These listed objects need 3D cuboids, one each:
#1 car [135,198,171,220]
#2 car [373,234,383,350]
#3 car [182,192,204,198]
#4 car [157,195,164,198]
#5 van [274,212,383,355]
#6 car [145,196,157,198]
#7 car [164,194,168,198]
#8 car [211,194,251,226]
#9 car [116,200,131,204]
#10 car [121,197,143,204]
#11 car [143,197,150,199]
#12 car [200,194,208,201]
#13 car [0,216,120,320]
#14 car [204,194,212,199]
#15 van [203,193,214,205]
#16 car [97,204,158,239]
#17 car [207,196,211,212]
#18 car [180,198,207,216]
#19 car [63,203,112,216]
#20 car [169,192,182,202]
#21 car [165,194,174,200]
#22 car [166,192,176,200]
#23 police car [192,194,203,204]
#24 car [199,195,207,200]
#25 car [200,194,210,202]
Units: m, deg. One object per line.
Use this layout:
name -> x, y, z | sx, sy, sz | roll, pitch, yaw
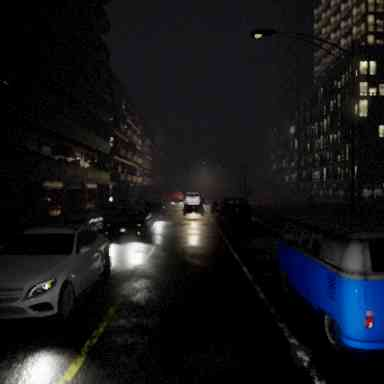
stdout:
car -> -3.015, 1.464, 26.642 | 1.994, 1.385, 4.181 | 0, 0, 0
car -> 2.684, 1.313, 0.368 | 2.192, 1.841, 5.009 | 0, 0, 0
car -> 0.107, 1.062, 44.718 | 2.150, 2.045, 5.566 | 0, 0, 0
car -> -5.629, 1.351, 49.949 | 1.752, 1.417, 4.829 | 0, 0, 0
van -> 2.692, 1.316, 5.894 | 1.690, 1.788, 3.998 | 0, 0, 0
car -> -5.645, 1.299, 39.066 | 1.967, 1.590, 4.097 | 0, 0, 0
car -> -5.622, 1.354, 55.645 | 1.887, 1.381, 4.507 | 0, 0, 0
car -> 2.713, 1.229, 22.473 | 2.192, 1.841, 5.009 | 0, 0, 0
car -> -5.666, 1.459, 22.485 | 1.887, 1.381, 4.507 | 0, 0, 0
car -> -5.659, 1.336, 28.012 | 1.967, 1.590, 4.097 | 0, 0, 0
car -> -5.651, 1.459, 33.540 | 1.802, 1.307, 4.206 | 0, 0, 0
car -> 2.787, 1.281, 77.911 | 1.752, 1.417, 4.829 | 0, 0, 0
car -> -3.085, 1.495, 7.388 | 1.812, 1.442, 4.674 | 0, 0, 0
car -> 2.751, 1.350, 50.278 | 1.752, 1.417, 4.829 | 0, 0, 0
van -> 2.757, 1.150, 55.633 | 1.690, 1.788, 3.998 | 0, 0, 0
car -> -3.066, 1.498, 16.718 | 1.994, 1.385, 4.181 | 0, 0, 0
car -> 2.729, 1.422, 33.528 | 1.887, 1.381, 4.507 | 0, 0, 0
car -> 0.126, 1.488, 30.604 | 1.895, 1.301, 4.718 | 0, 0, 0
car -> -5.673, 1.484, 16.959 | 2.008, 1.369, 4.403 | 0, 0, 0
car -> -2.922, 1.011, 66.510 | 2.150, 2.045, 5.566 | 0, 0, 0
car -> -5.587, 1.269, 83.110 | 1.752, 1.417, 4.829 | 0, 0, 0
car -> -5.580, 1.047, 88.805 | 2.192, 1.841, 5.009 | 0, 0, 0
police car -> 0.977, 1.226, 58.744 | 1.930, 1.638, 5.238 | 0, 0, 0
car -> 2.794, 1.326, 83.268 | 1.802, 1.307, 4.206 | 0, 0, 0
car -> 2.779, 1.208, 72.214 | 1.967, 1.590, 4.097 | 0, 0, 0
